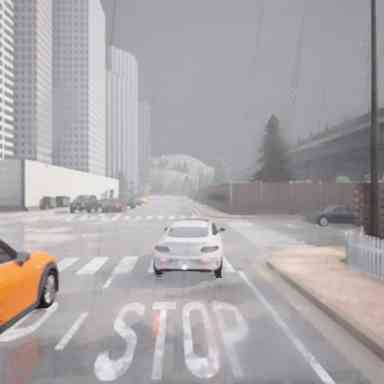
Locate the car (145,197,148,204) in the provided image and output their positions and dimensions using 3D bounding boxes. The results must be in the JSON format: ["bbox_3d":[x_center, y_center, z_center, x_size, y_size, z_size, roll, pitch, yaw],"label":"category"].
[{"bbox_3d":[-10.116,1.640,67.493,1.882,1.535,5.008,0,0,-3],"label":"car"}]

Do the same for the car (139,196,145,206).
[{"bbox_3d":[-9.695,1.666,57.159,1.812,1.442,4.674,0,0,-2],"label":"car"}]

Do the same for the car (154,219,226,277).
[{"bbox_3d":[0.041,1.550,10.291,1.812,1.442,4.674,0,0,6],"label":"car"}]

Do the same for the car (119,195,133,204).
[{"bbox_3d":[-13.697,1.528,69.143,2.097,1.767,4.553,0,0,-3],"label":"car"}]

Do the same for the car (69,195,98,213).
[{"bbox_3d":[-12.357,1.328,38.521,2.150,2.045,5.566,0,0,-3],"label":"car"}]

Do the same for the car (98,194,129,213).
[{"bbox_3d":[-8.820,1.450,37.839,2.097,1.767,4.553,0,0,-3],"label":"car"}]

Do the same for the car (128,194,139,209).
[{"bbox_3d":[-9.270,1.340,47.406,2.150,2.045,5.566,0,0,-3],"label":"car"}]

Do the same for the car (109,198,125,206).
[{"bbox_3d":[-13.260,1.751,58.936,1.895,1.301,4.718,0,0,-2],"label":"car"}]

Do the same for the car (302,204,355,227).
[{"bbox_3d":[10.206,1.588,23.160,4.892,1.490,1.837,0,0,-3],"label":"car"}]

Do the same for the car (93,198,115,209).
[{"bbox_3d":[-12.830,1.676,48.753,2.033,1.411,5.357,0,0,-2],"label":"car"}]

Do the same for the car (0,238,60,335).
[{"bbox_3d":[-3.754,1.371,5.065,2.097,1.767,4.553,0,0,-1],"label":"car"}]
